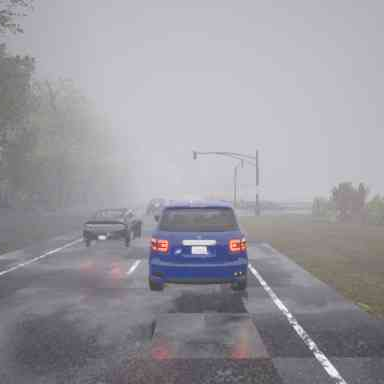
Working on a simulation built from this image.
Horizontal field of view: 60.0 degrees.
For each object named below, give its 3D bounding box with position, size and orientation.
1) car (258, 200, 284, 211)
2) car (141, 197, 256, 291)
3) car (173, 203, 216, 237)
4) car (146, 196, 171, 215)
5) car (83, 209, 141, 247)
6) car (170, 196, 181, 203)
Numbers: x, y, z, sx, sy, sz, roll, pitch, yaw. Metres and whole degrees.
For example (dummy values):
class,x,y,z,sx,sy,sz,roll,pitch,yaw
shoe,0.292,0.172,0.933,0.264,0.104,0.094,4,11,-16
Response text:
class,x,y,z,sx,sy,sz,roll,pitch,yaw
car,8.980,1.718,42.527,5.357,1.411,2.033,0,-1,14
car,0.114,1.224,9.138,2.150,2.045,5.566,0,0,-1
car,0.122,1.496,19.001,2.128,1.511,4.902,0,0,0
car,-3.366,1.358,34.266,2.097,1.767,4.553,0,0,0
car,-3.385,1.495,14.988,2.128,1.511,4.902,0,0,0
car,-3.332,1.605,68.422,1.895,1.301,4.718,0,0,0
